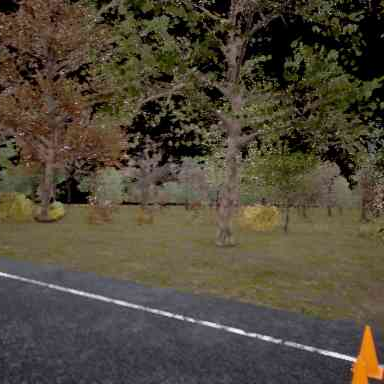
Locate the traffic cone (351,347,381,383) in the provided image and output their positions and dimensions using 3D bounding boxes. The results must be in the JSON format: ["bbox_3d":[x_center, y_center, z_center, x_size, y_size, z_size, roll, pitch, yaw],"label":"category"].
[{"bbox_3d":[1.798,2.054,3.569,0.340,0.580,0.340,0,-1,32],"label":"traffic cone"}]

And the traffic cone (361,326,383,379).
[{"bbox_3d":[2.328,2.077,4.417,0.340,0.580,0.340,0,-1,32],"label":"traffic cone"}]
